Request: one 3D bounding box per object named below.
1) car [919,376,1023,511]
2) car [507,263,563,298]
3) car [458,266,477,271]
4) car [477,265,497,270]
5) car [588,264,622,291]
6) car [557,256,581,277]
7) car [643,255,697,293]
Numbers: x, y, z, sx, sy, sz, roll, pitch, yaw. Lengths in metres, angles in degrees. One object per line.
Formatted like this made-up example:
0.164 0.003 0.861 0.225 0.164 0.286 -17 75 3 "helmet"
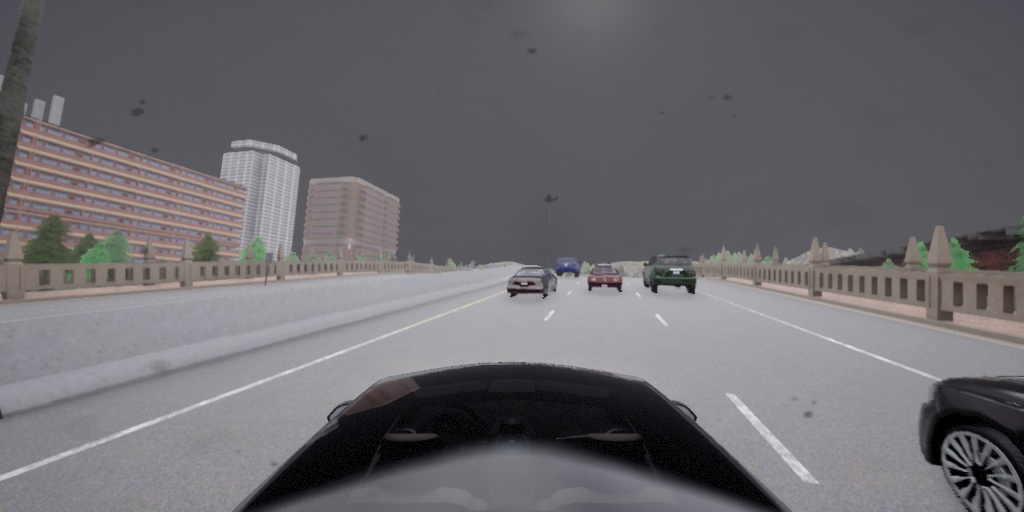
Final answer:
4.019 1.251 1.041 2.128 1.511 4.902 0 0 14 "car"
1.170 1.277 18.410 2.033 1.411 5.357 0 0 14 "car"
-5.705 1.979 49.074 1.895 1.301 4.718 0 -4 15 "car"
-2.610 1.861 47.071 1.994 1.385 4.181 0 -4 15 "car"
5.636 1.334 21.817 1.895 1.301 4.718 0 0 14 "car"
5.833 1.120 36.945 2.150 2.045 5.566 0 -3 14 "car"
8.970 0.959 20.722 2.150 2.045 5.566 0 0 14 "car"
